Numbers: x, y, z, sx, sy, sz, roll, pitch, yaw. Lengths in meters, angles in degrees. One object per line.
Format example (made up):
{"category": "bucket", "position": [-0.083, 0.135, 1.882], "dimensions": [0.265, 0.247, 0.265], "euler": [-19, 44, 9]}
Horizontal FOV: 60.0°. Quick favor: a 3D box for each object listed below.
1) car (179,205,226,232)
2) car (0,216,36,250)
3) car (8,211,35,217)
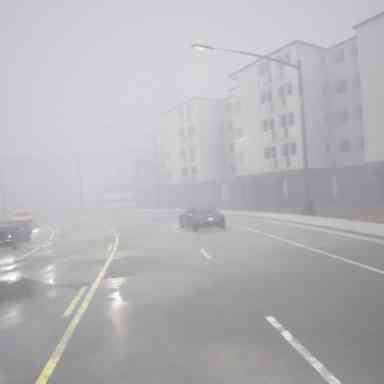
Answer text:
{"category": "car", "position": [0.487, 1.486, 20.071], "dimensions": [1.994, 1.385, 4.181], "euler": [-4, 0, -15]}
{"category": "car", "position": [-9.729, 2.232, 17.357], "dimensions": [1.895, 1.301, 4.718], "euler": [-4, 0, -15]}
{"category": "car", "position": [-15.567, 2.477, 30.333], "dimensions": [1.882, 1.535, 5.008], "euler": [-4, 0, -34]}
